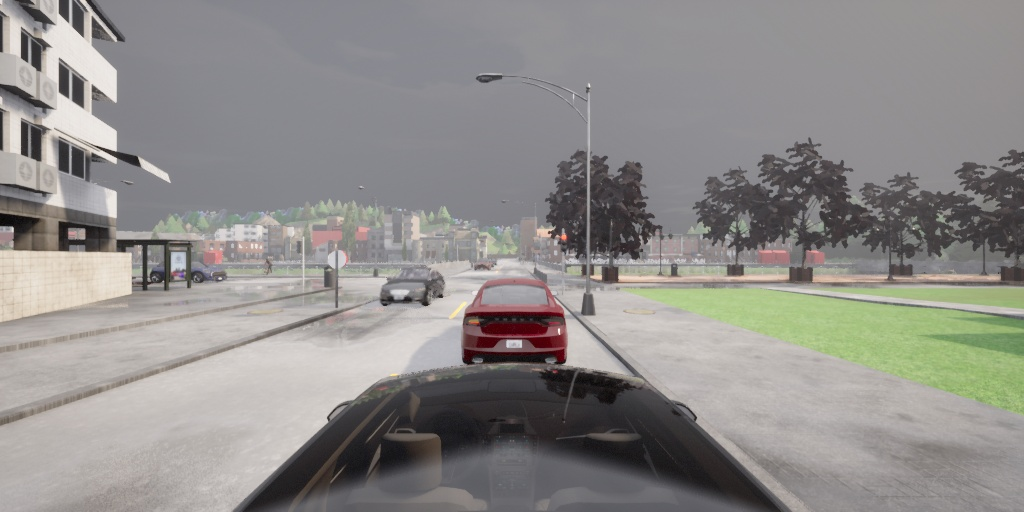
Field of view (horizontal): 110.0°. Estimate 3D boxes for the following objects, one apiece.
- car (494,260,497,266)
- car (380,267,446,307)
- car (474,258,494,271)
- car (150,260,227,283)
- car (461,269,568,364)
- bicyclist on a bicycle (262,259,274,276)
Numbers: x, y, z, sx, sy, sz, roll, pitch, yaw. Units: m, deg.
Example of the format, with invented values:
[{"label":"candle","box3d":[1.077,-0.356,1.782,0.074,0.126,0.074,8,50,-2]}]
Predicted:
[{"label":"car","box3d":[-4.051,1.241,60.496,2.128,1.511,4.902,0,0,0]},{"label":"car","box3d":[-4.092,1.240,15.443,2.128,1.511,4.902,0,0,0]},{"label":"car","box3d":[-4.074,1.102,50.297,2.097,1.767,4.553,0,0,0]},{"label":"car","box3d":[-24.132,1.102,26.900,4.553,1.767,2.097,0,0,0]},{"label":"car","box3d":[0.055,1.228,8.097,1.882,1.535,5.008,0,0,0]},{"label":"bicyclist on a bicycle","box3d":[-24.011,1.099,35.296,0.582,1.620,1.656,0,0,0]}]
